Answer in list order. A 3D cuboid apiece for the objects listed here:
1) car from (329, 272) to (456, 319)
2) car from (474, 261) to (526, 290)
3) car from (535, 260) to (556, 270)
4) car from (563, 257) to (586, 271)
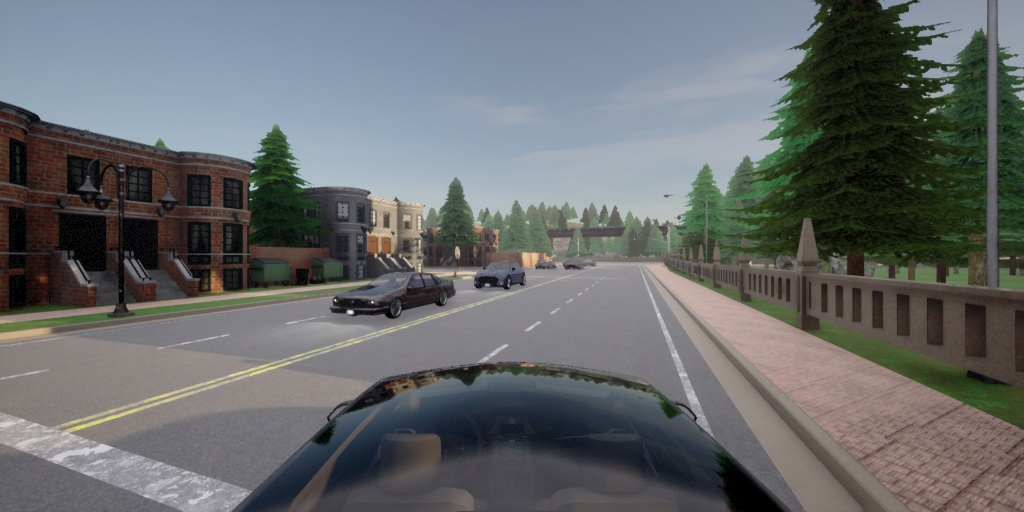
[{"bbox_3d":[-3.990,1.297,13.273,2.033,1.411,5.357,0,0,19],"label":"car"},{"bbox_3d":[-0.675,1.102,22.814,2.097,1.767,4.553,0,0,19],"label":"car"},{"bbox_3d":[4.920,1.312,51.962,1.994,1.385,4.181,0,0,28],"label":"car"},{"bbox_3d":[8.629,1.101,50.005,2.097,1.767,4.553,0,0,19],"label":"car"}]
